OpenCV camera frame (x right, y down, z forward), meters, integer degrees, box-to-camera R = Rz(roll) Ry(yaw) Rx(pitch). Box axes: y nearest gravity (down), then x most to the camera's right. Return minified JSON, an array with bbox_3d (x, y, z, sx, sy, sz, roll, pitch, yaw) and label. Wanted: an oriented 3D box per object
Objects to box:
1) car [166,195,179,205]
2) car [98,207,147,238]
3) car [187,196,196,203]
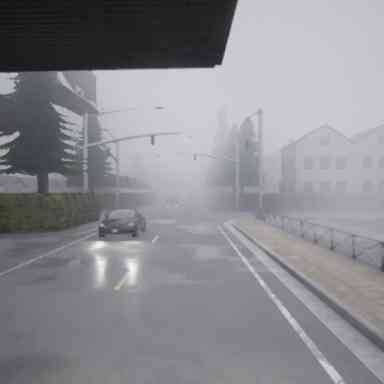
[{"bbox_3d":[-3.552,1.407,61.815,2.097,1.767,4.553,0,0,1],"label":"car"},{"bbox_3d":[-3.558,1.541,17.745,1.812,1.442,4.674,0,0,0],"label":"car"},{"bbox_3d":[-0.024,1.561,71.488,2.128,1.511,4.902,0,0,0],"label":"car"}]
